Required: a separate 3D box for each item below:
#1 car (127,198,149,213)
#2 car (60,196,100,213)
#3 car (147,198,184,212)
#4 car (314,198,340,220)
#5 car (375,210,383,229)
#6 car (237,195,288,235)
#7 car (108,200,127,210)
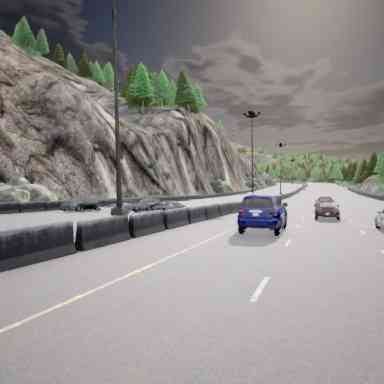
[{"bbox_3d":[-4.649,1.432,35.697,1.837,1.490,4.892,0,0,21],"label":"car"},{"bbox_3d":[-12.030,1.276,36.009,2.097,1.767,4.553,0,0,21],"label":"car"},{"bbox_3d":[-2.234,1.499,32.229,1.994,1.385,4.181,0,0,21],"label":"car"},{"bbox_3d":[11.079,1.476,27.335,1.812,1.442,4.674,0,0,21],"label":"car"},{"bbox_3d":[11.322,1.493,18.166,1.812,1.442,4.674,0,0,21],"label":"car"},{"bbox_3d":[4.099,1.187,18.873,2.150,2.045,5.566,0,0,21],"label":"car"},{"bbox_3d":[-7.495,1.522,38.048,1.895,1.301,4.718,0,0,21],"label":"car"}]
